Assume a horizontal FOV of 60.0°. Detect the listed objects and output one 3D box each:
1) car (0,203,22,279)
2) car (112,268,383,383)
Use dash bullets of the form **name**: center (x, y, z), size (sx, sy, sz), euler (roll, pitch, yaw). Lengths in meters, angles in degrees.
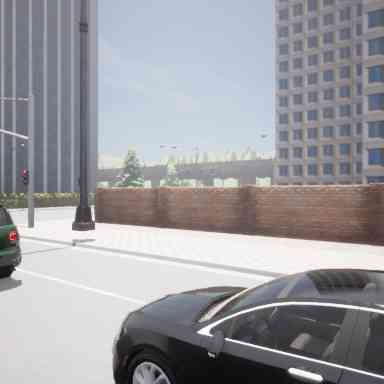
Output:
- **car**: center (-6.735, 1.221, 8.778), size (5.566, 2.045, 2.150), euler (0, 0, 35)
- **car**: center (1.343, 1.505, 3.035), size (4.892, 1.490, 1.837), euler (0, 0, 36)
